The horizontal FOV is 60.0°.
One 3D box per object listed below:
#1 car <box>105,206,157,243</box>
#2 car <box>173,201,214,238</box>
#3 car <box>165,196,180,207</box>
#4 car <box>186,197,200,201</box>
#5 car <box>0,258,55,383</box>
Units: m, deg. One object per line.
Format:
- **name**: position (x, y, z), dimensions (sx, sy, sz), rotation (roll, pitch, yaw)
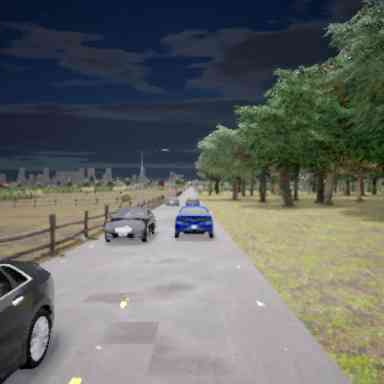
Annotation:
- **car**: position (-2.815, 1.470, 16.066), dimensions (2.128, 1.511, 4.902), rotation (0, 0, 0)
- **car**: position (0.103, 1.452, 17.711), dimensions (1.882, 1.535, 5.008), rotation (0, 0, 0)
- **car**: position (-2.814, 1.346, 48.505), dimensions (2.128, 1.511, 4.902), rotation (0, 0, 0)
- **car**: position (0.104, 1.374, 43.738), dimensions (2.128, 1.511, 4.902), rotation (0, 0, 0)
- **car**: position (-2.851, 1.497, 2.897), dimensions (1.837, 1.490, 4.892), rotation (0, 1, 0)
